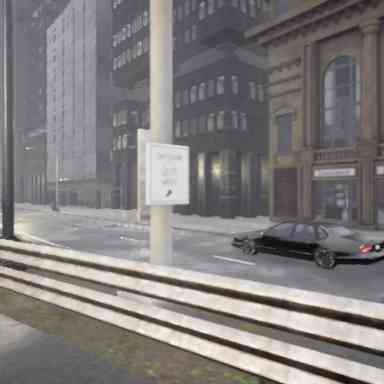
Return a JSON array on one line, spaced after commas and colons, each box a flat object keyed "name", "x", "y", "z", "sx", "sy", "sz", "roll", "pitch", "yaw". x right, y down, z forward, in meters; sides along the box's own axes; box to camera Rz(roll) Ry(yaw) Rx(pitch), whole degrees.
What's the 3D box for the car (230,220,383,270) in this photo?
[{"name": "car", "x": 3.874, "y": 1.701, "z": 11.792, "sx": 2.033, "sy": 1.411, "sz": 5.357, "roll": 0, "pitch": 0, "yaw": -41}]
